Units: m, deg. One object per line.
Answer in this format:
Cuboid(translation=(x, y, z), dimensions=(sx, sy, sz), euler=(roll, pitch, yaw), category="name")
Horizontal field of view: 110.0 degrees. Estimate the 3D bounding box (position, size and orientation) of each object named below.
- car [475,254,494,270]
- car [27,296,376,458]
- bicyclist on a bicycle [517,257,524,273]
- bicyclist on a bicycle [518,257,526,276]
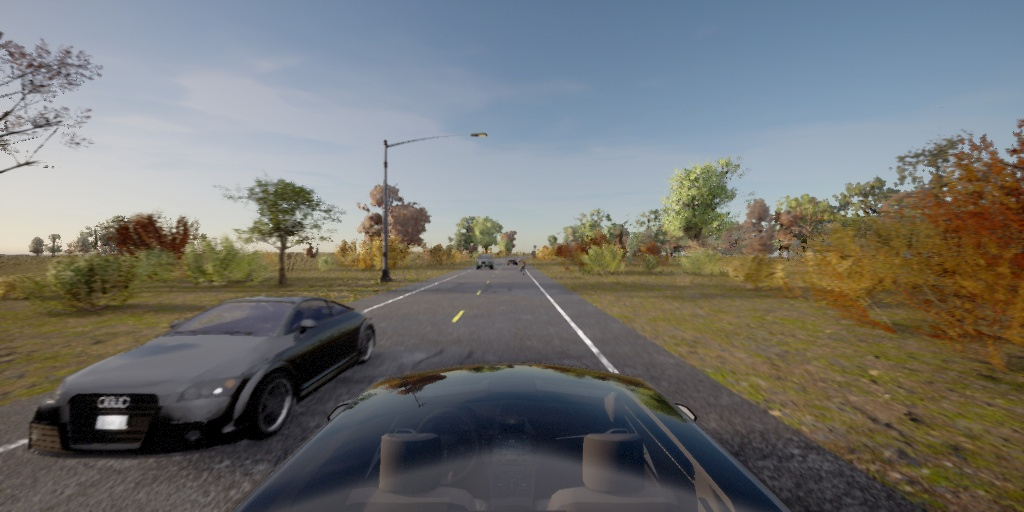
Cuboid(translation=(-3.556, 0.789, 47.968), dimensions=(2.150, 2.045, 5.566), euler=(0, 0, 1), category="car")
Cuboid(translation=(-3.596, 1.303, 5.213), dimensions=(1.994, 1.385, 4.181), euler=(0, 0, 0), category="car")
Cuboid(translation=(0.955, 0.978, 40.719), dimensions=(0.659, 1.776, 1.843), euler=(0, 0, 0), category="bicyclist on a bicycle")
Cuboid(translation=(0.956, 1.102, 31.044), dimensions=(0.582, 1.620, 1.656), euler=(0, 0, 0), category="bicyclist on a bicycle")
